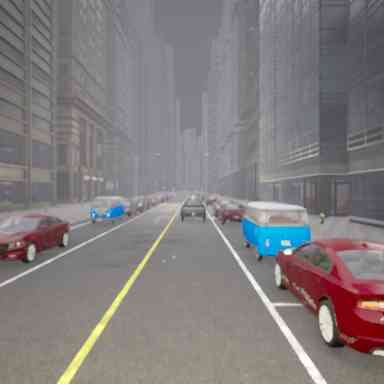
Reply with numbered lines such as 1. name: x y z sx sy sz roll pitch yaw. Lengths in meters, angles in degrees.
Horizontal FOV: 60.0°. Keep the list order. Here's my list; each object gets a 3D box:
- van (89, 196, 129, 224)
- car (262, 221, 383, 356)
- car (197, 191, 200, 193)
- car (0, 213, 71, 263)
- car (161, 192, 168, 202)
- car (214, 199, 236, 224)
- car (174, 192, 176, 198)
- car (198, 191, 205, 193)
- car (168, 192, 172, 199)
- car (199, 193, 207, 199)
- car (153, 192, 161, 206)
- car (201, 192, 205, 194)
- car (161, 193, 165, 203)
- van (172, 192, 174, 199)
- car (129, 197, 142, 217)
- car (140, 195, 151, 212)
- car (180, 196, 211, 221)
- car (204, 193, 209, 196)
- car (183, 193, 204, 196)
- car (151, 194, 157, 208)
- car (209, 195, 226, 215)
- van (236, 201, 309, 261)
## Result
1. van: -5.757 1.196 22.879 1.690 1.788 3.998 0 0 0
2. car: 2.766 1.505 6.083 1.887 1.381 4.507 0 0 0
3. car: 2.775 0.947 78.909 1.967 1.590 4.097 0 0 0
4. car: -5.758 1.470 11.677 1.887 1.381 4.507 0 0 0
5. car: -5.752 0.958 56.489 2.192 1.841 5.009 0 0 0
6. car: 2.768 1.398 22.890 1.887 1.381 4.507 0 0 0
7. car: -5.750 1.002 84.327 1.752 1.417 4.829 0 0 0
8. car: 2.774 1.091 73.307 2.008 1.369 4.403 0 0 0
9. car: -5.751 0.889 67.692 2.192 1.841 5.009 0 0 0
10. car: 2.775 1.057 84.511 1.802 1.307 4.206 0 0 0
11. car: -5.754 1.153 45.286 1.967 1.590 4.097 0 0 0
12. car: 2.772 1.173 62.104 1.947 1.339 4.313 0 0 0
13. car: -5.754 1.243 50.888 1.947 1.339 4.313 0 0 0
14. van: -5.750 0.849 78.895 1.690 1.788 3.998 0 0 0
15. car: -5.757 1.401 28.482 1.802 1.307 4.206 0 0 0
16. car: -5.756 1.224 34.083 1.967 1.590 4.097 0 0 0
17. car: 0.101 1.328 25.656 2.128 1.511 4.902 0 0 0
18. car: 2.771 1.257 45.297 1.887 1.381 4.507 0 0 0
19. car: 0.105 1.220 42.768 2.128 1.511 4.902 0 0 0
20. car: -5.755 1.314 39.685 1.947 1.339 4.313 0 0 0
21. car: 2.769 1.258 28.490 1.967 1.590 4.097 0 0 0
22. van: 2.768 1.266 11.683 1.690 1.788 3.998 0 0 0
